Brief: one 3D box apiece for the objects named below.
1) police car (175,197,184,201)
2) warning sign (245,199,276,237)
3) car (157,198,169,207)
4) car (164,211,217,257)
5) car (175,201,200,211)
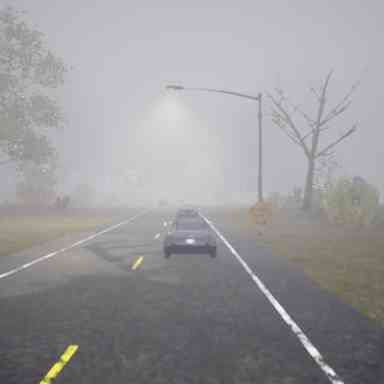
[{"bbox_3d":[-3.113,2.203,91.896,1.930,1.638,5.238,0,0,-5],"label":"police car"},{"bbox_3d":[3.429,1.280,16.767,1.300,1.860,1.060,1,0,-1],"label":"warning sign"},{"bbox_3d":[-5.632,1.936,64.864,2.097,1.767,4.553,0,0,-3],"label":"car"},{"bbox_3d":[-0.069,1.700,13.597,1.994,1.385,4.181,0,0,0],"label":"car"},{"bbox_3d":[-0.385,1.781,28.576,1.837,1.490,4.892,0,0,-1],"label":"car"}]
